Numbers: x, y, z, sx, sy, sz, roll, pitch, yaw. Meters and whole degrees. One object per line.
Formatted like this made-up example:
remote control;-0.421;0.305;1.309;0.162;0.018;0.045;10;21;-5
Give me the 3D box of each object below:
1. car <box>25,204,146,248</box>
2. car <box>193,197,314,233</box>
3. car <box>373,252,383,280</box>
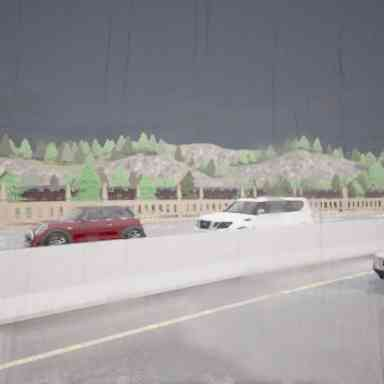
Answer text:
car;-4.278;1.355;13.629;4.553;1.767;2.097;0;0;-34
car;2.763;1.226;14.082;5.566;2.045;2.150;0;0;-31
car;6.529;1.604;7.985;4.718;1.301;1.895;0;0;-32
